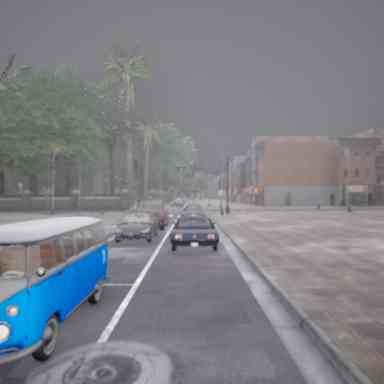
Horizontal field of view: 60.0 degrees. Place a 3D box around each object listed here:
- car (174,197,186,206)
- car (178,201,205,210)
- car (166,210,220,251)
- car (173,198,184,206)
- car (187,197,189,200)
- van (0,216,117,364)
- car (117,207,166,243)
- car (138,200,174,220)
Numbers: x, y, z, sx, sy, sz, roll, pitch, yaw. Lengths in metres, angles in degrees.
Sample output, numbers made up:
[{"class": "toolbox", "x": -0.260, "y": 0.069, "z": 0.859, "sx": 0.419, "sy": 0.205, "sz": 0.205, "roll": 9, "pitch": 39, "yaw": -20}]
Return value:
[{"class": "car", "x": -2.632, "y": 1.892, "z": 60.191, "sx": 1.967, "sy": 1.590, "sz": 4.097, "roll": 0, "pitch": -1, "yaw": 0}, {"class": "car", "x": 0.099, "y": 1.732, "z": 27.401, "sx": 1.994, "sy": 1.385, "sz": 4.181, "roll": 0, "pitch": 0, "yaw": 0}, {"class": "car", "x": 0.103, "y": 1.685, "z": 14.533, "sx": 1.895, "sy": 1.301, "sz": 4.718, "roll": 0, "pitch": 0, "yaw": 0}, {"class": "car", "x": -2.630, "y": 1.950, "z": 65.879, "sx": 1.967, "sy": 1.590, "sz": 4.097, "roll": 0, "pitch": -1, "yaw": 0}, {"class": "car", "x": -2.629, "y": 2.319, "z": 88.631, "sx": 2.008, "sy": 1.369, "sz": 4.403, "roll": 0, "pitch": -1, "yaw": 0}, {"class": "van", "x": -2.638, "y": 1.374, "z": 5.652, "sx": 1.690, "sy": 1.788, "sz": 3.998, "roll": 0, "pitch": 0, "yaw": 0}, {"class": "car", "x": -2.636, "y": 1.647, "z": 16.579, "sx": 2.008, "sy": 1.369, "sz": 4.403, "roll": 0, "pitch": 0, "yaw": 0}, {"class": "car", "x": -2.636, "y": 1.446, "z": 22.044, "sx": 2.192, "sy": 1.841, "sz": 5.009, "roll": 0, "pitch": 0, "yaw": 0}]
